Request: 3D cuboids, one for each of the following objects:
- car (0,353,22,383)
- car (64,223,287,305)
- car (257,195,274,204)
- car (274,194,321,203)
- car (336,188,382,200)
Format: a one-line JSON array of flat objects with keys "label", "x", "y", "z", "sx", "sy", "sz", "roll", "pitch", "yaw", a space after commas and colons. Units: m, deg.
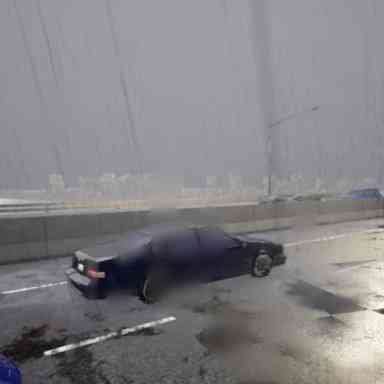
[{"label": "car", "x": -3.291, "y": 1.561, "z": 1.394, "sx": 4.674, "sy": 1.442, "sz": 1.812, "roll": -1, "pitch": 1, "yaw": -36}, {"label": "car", "x": -0.131, "y": 1.466, "z": 7.944, "sx": 5.357, "sy": 1.411, "sz": 2.033, "roll": -1, "pitch": 1, "yaw": -35}, {"label": "car", "x": 8.979, "y": 1.065, "z": 35.868, "sx": 4.181, "sy": 1.385, "sz": 1.994, "roll": -1, "pitch": 1, "yaw": -34}, {"label": "car", "x": 10.718, "y": 1.012, "z": 32.819, "sx": 4.892, "sy": 1.490, "sz": 1.837, "roll": -1, "pitch": 1, "yaw": -34}, {"label": "car", "x": 16.279, "y": 0.653, "z": 32.390, "sx": 5.566, "sy": 2.045, "sz": 2.150, "roll": -1, "pitch": 1, "yaw": -34}]
